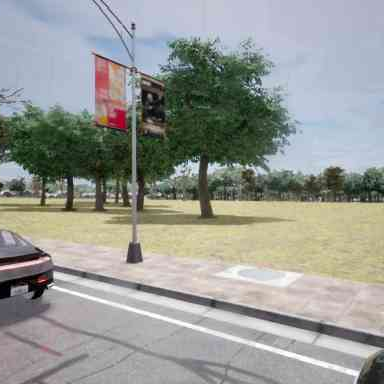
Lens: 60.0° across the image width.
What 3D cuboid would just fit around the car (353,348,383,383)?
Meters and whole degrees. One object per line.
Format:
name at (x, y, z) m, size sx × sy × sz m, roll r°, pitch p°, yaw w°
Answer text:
car at (3.298, 1.493, 1.322) m, size 4.902 × 1.511 × 2.128 m, roll 0°, pitch 0°, yaw 36°

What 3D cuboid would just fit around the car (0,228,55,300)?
car at (-4.974, 1.515, 7.209) m, size 4.902 × 1.511 × 2.128 m, roll 0°, pitch 0°, yaw 36°
